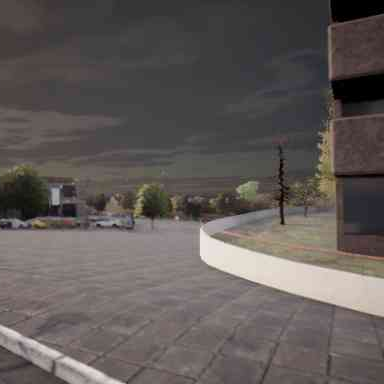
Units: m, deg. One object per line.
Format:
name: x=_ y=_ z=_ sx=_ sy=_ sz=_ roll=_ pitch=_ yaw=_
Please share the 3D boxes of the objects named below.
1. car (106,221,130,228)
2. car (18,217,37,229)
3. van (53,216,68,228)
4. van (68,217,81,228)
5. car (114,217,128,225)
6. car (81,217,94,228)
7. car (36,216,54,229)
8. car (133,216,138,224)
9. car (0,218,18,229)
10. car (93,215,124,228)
car: x=-15.576 y=6.880 z=70.160 sx=4.674 sy=1.452 sz=2.002 roll=0 pitch=-6 yaw=5
car: x=-25.782 y=4.598 z=48.354 sx=4.674 sy=1.452 sz=2.002 roll=0 pitch=-6 yaw=5
van: x=-23.106 y=4.905 z=53.826 sx=4.442 sy=1.987 sz=1.878 roll=0 pitch=-6 yaw=5
van: x=-21.830 y=5.190 z=56.557 sx=4.442 sy=1.987 sz=1.878 roll=0 pitch=-6 yaw=5
car: x=-19.400 y=8.012 z=90.993 sx=1.946 sy=1.575 sz=5.366 roll=0 pitch=1 yaw=10
car: x=-20.665 y=5.700 z=59.261 sx=4.892 sy=1.521 sz=2.231 roll=0 pitch=-6 yaw=5
car: x=-24.687 y=4.841 z=51.099 sx=5.366 sy=1.575 sz=1.946 roll=0 pitch=-5 yaw=5
car: x=-16.947 y=8.082 z=89.164 sx=2.163 sy=1.488 sz=4.792 roll=1 pitch=1 yaw=10
car: x=-27.044 y=4.312 z=45.615 sx=4.674 sy=1.452 sz=2.002 roll=0 pitch=-5 yaw=5
car: x=-16.870 y=6.304 z=67.461 sx=5.566 sy=2.045 sz=2.435 roll=0 pitch=-6 yaw=5
